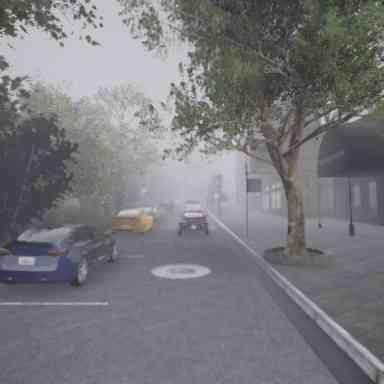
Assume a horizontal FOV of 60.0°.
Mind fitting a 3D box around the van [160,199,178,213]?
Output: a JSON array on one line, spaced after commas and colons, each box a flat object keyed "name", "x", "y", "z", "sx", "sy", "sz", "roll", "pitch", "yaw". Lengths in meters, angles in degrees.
[{"name": "van", "x": -3.636, "y": 1.966, "z": 48.903, "sx": 1.878, "sy": 1.987, "sz": 4.442, "roll": 1, "pitch": 0, "yaw": 2}]

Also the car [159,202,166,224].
[{"name": "car", "x": -3.650, "y": 1.870, "z": 26.492, "sx": 2.097, "sy": 1.535, "sz": 5.008, "roll": 0, "pitch": 0, "yaw": 2}]

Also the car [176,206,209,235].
[{"name": "car", "x": 0.096, "y": 1.831, "z": 21.069, "sx": 1.812, "sy": 1.442, "sz": 4.674, "roll": 0, "pitch": -1, "yaw": 0}]

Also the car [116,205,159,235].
[{"name": "car", "x": -3.641, "y": 1.783, "z": 20.931, "sx": 2.097, "sy": 1.535, "sz": 5.008, "roll": 1, "pitch": -1, "yaw": 2}]

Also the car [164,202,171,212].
[{"name": "car", "x": -3.654, "y": 1.987, "z": 32.097, "sx": 2.163, "sy": 1.488, "sz": 4.792, "roll": 0, "pitch": -1, "yaw": 2}]

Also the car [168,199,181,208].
[{"name": "car", "x": -3.415, "y": 2.246, "z": 65.863, "sx": 2.185, "sy": 1.767, "sz": 4.553, "roll": -1, "pitch": 0, "yaw": 2}]

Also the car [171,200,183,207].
[{"name": "car", "x": -3.175, "y": 2.426, "z": 71.564, "sx": 2.097, "sy": 1.535, "sz": 5.008, "roll": 0, "pitch": -1, "yaw": 2}]

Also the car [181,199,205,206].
[{"name": "car", "x": 0.093, "y": 1.815, "z": 39.613, "sx": 2.150, "sy": 2.045, "sz": 5.566, "roll": 0, "pitch": -1, "yaw": 0}]

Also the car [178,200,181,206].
[{"name": "car", "x": -3.415, "y": 2.320, "z": 60.153, "sx": 2.231, "sy": 1.521, "sz": 4.892, "roll": 0, "pitch": 0, "yaw": 2}]

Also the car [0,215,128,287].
[{"name": "car", "x": -3.637, "y": 1.639, "z": 9.823, "sx": 2.163, "sy": 1.488, "sz": 4.792, "roll": 1, "pitch": -1, "yaw": 2}]
